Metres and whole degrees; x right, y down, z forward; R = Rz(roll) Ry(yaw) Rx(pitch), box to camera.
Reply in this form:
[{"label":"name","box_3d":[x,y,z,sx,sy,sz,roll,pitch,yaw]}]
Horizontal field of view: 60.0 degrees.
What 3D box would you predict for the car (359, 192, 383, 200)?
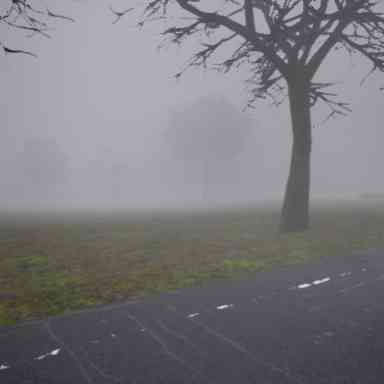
[{"label":"car","box_3d":[33.329,0.765,61.534,1.994,1.385,4.181,3,-2,-35]}]
